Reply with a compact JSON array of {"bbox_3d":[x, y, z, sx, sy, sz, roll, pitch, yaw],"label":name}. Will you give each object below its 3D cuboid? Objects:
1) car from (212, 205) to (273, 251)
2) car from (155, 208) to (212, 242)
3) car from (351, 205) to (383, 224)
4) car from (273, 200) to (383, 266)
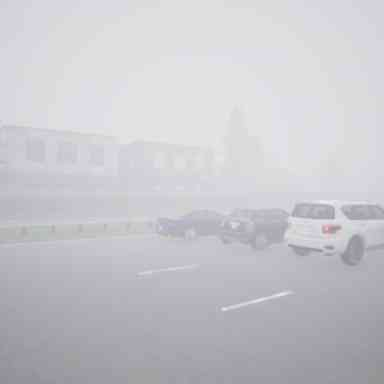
[{"bbox_3d":[3.456,1.447,14.837,4.553,1.767,2.097,1,0,-35],"label":"car"},{"bbox_3d":[0.550,1.564,17.067,5.008,1.535,1.882,0,0,-35],"label":"car"},{"bbox_3d":[15.281,1.804,27.566,4.181,1.385,1.994,1,0,-35],"label":"car"},{"bbox_3d":[5.791,1.319,12.198,5.566,2.045,2.150,1,0,-35],"label":"car"}]
